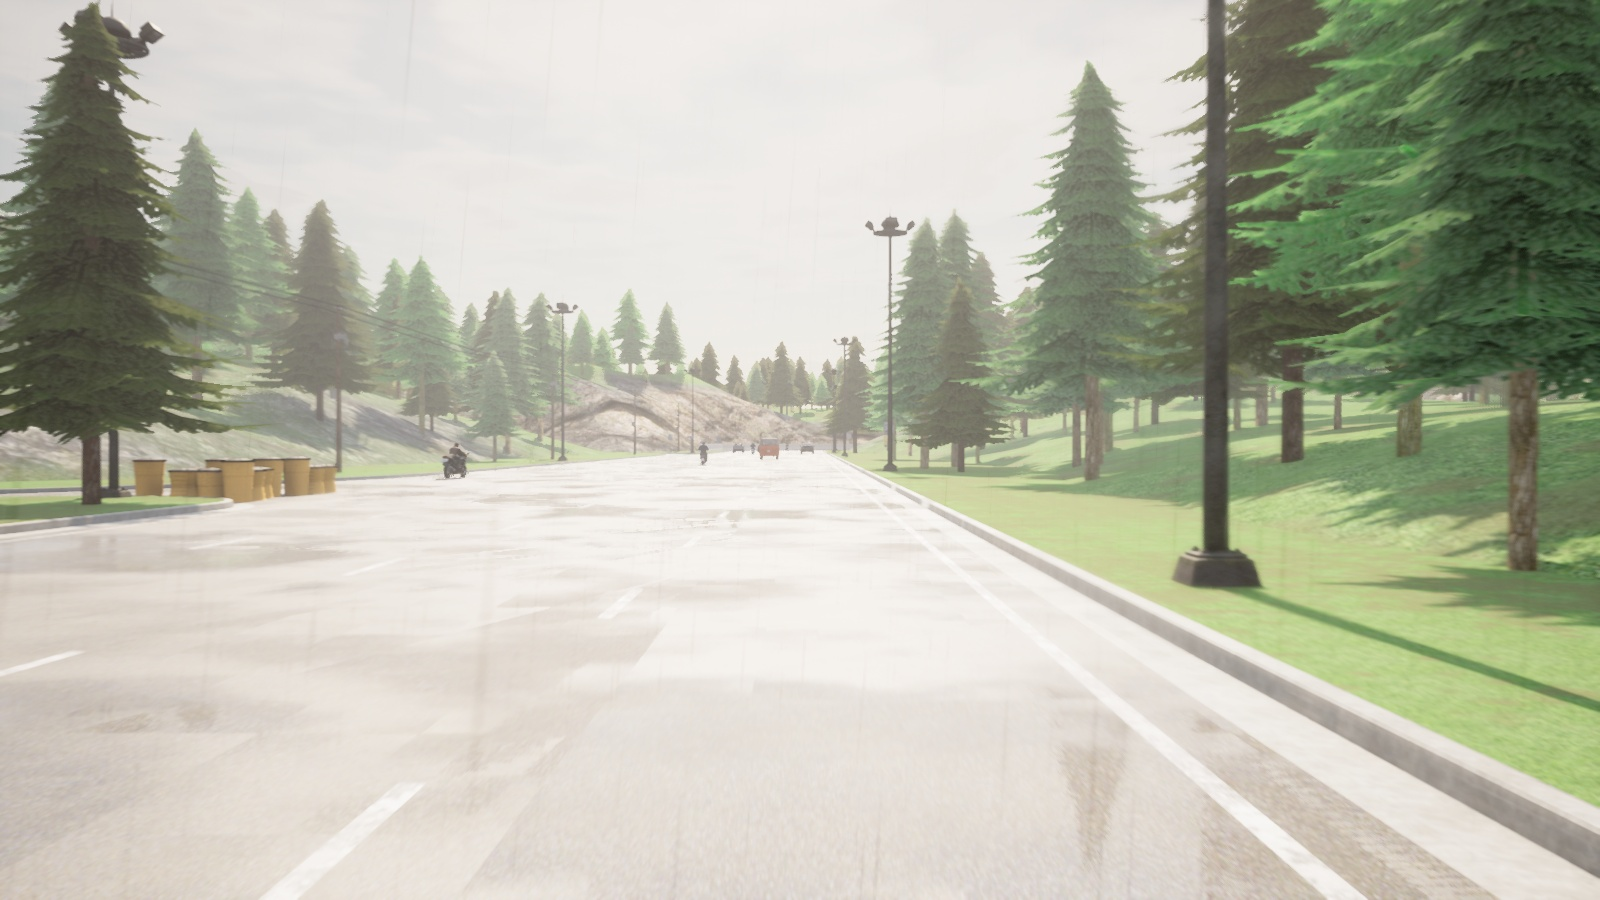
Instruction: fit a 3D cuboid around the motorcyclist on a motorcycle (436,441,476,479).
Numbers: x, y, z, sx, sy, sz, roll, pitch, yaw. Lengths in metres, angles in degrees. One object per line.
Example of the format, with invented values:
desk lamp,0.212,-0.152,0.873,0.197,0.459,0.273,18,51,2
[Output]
motorcyclist on a motorcycle,-14.430,0.420,52.734,0.797,1.523,2.044,-1,0,11
